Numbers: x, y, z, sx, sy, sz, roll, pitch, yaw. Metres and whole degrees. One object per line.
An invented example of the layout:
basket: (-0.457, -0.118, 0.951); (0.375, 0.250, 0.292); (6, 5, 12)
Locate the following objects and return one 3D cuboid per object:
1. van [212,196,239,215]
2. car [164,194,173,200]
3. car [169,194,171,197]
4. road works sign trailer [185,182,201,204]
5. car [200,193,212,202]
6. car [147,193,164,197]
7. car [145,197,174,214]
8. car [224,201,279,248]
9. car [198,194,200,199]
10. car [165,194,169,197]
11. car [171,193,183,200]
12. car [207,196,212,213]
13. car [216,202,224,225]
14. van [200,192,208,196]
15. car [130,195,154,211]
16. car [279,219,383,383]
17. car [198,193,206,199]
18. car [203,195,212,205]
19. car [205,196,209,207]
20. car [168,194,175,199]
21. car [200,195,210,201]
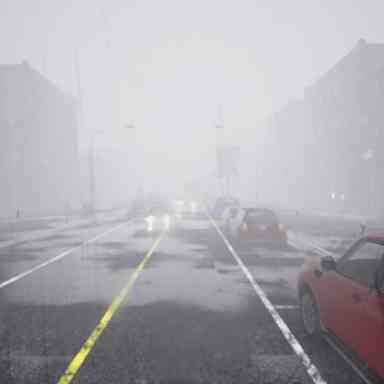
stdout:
van: (2.686, 1.214, 25.586); (1.690, 1.788, 3.998); (-1, 0, 0)
car: (-5.689, 1.140, 81.068); (1.887, 1.381, 4.507); (-1, 0, 0)
car: (-5.690, 1.224, 64.423); (1.887, 1.381, 4.507); (-1, 0, 0)
road works sign trailer: (0.013, 0.190, 55.151); (2.380, 3.560, 2.880); (0, 0, 0)
car: (2.690, 1.317, 53.328); (1.802, 1.307, 4.206); (-1, 0, 0)
car: (-5.693, 1.078, 47.777); (2.192, 1.841, 5.009); (-1, 0, 0)
car: (-3.094, 1.438, 32.734); (1.895, 1.301, 4.718); (0, 0, 0)
car: (2.687, 1.368, 14.489); (1.967, 1.590, 4.097); (-1, 0, 0)
car: (2.688, 0.994, 64.424); (2.192, 1.841, 5.009); (-1, 0, 0)
car: (-5.692, 1.148, 58.874); (1.967, 1.590, 4.097); (-1, 0, 0)
car: (-2.998, 1.137, 73.420); (1.895, 1.301, 4.718); (0, 0, 0)
car: (2.689, 1.390, 31.135); (1.887, 1.381, 4.507); (-1, 0, 0)
car: (2.689, 1.482, 20.038); (1.802, 1.307, 4.206); (-1, 0, 0)
van: (2.688, 1.048, 58.875); (1.690, 1.788, 3.998); (-1, 0, 0)
car: (-5.691, 1.369, 36.681); (2.008, 1.369, 4.403); (-1, 0, 0)
car: (2.685, 1.298, 3.392); (2.192, 1.841, 5.009); (-1, 0, 0)
car: (2.691, 1.105, 92.166); (1.947, 1.339, 4.313); (-1, 0, 0)
car: (2.690, 1.372, 42.232); (1.802, 1.307, 4.206); (-1, 0, 0)
car: (2.689, 1.400, 36.683); (1.802, 1.307, 4.206); (-1, 0, 0)
car: (-5.689, 1.121, 92.164); (1.802, 1.307, 4.206); (-1, 0, 0)
car: (2.690, 1.233, 69.973); (1.802, 1.307, 4.206); (-1, 0, 0)
